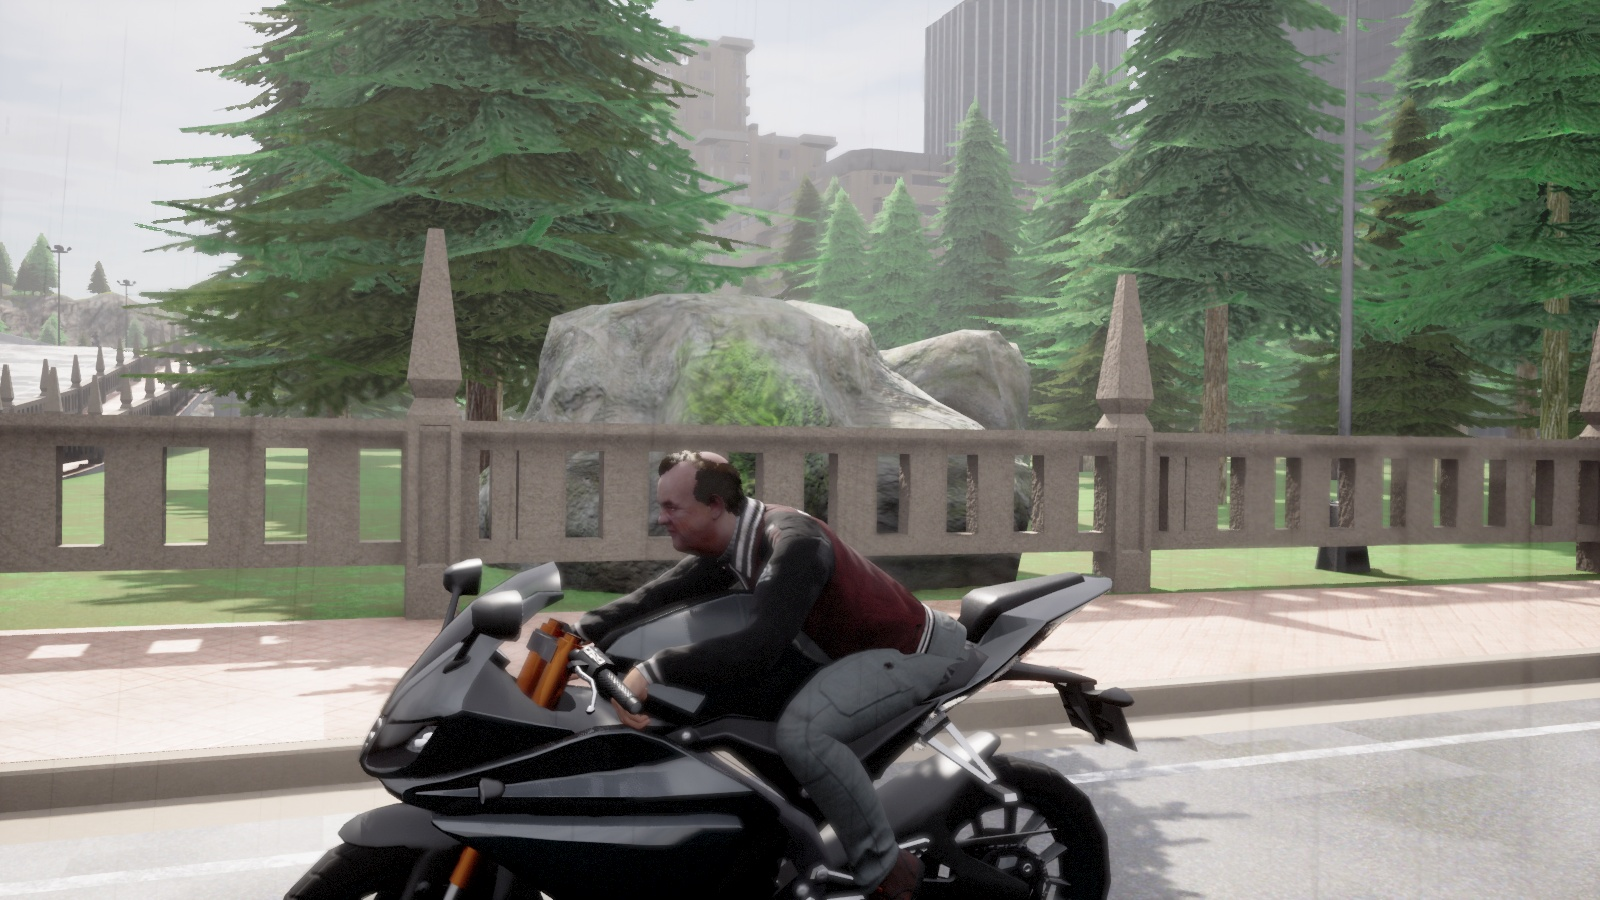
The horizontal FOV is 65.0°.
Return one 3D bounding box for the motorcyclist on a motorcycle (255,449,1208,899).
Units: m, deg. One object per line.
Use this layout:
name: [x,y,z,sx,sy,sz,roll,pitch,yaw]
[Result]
motorcyclist on a motorcycle: [-0.153,0.783,3.181,2.191,1.530,0.866,-1,1,-21]
